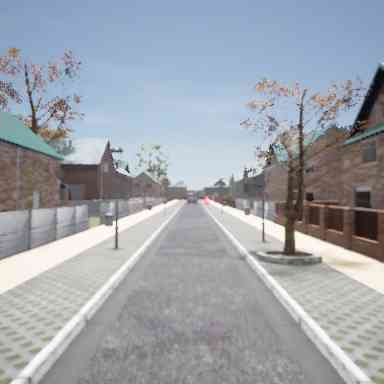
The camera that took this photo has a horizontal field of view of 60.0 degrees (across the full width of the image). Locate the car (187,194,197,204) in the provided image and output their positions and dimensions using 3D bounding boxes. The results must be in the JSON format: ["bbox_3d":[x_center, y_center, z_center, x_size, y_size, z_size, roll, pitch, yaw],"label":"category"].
[{"bbox_3d":[0.041,1.778,74.604,2.097,1.767,4.553,0,0,0],"label":"car"}]

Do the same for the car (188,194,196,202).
[{"bbox_3d":[0.050,1.599,88.585,2.150,2.045,5.566,0,0,0],"label":"car"}]
